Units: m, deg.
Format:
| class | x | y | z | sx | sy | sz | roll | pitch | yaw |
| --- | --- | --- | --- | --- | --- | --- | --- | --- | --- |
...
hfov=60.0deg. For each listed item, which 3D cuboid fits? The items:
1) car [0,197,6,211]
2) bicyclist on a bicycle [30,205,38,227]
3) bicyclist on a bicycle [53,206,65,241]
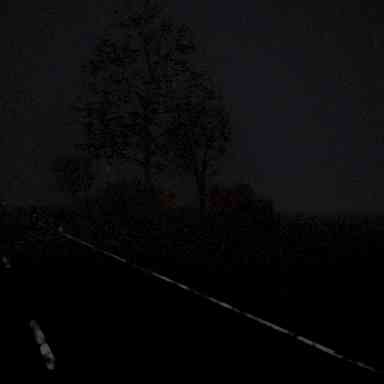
| class | x | y | z | sx | sy | sz | roll | pitch | yaw |
| --- | --- | --- | --- | --- | --- | --- | --- | --- | --- |
| car | -30.385 | 1.849 | 51.950 | 2.150 | 2.045 | 5.566 | 1 | -1 | -33 |
| bicyclist on a bicycle | -11.770 | 1.767 | 24.768 | 0.582 | 1.620 | 1.656 | 1 | -1 | -33 |
| bicyclist on a bicycle | -6.985 | 1.599 | 17.368 | 0.659 | 1.776 | 1.843 | 1 | -1 | -33 |
